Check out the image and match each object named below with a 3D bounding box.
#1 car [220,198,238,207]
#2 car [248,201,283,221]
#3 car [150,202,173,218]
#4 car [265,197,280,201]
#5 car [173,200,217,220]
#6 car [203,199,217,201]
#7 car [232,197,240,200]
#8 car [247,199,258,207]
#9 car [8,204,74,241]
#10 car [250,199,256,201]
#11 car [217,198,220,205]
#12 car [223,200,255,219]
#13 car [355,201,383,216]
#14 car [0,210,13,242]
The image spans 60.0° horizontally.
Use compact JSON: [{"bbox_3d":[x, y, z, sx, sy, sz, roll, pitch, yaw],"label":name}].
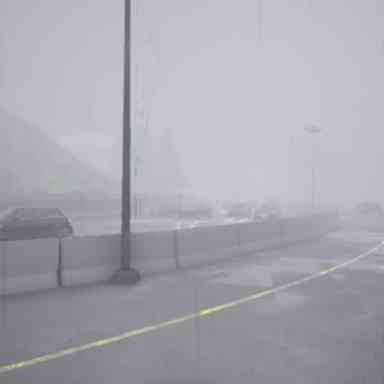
[{"bbox_3d":[6.055,2.116,53.909,1.812,1.442,4.674,0,-1,11],"label":"car"},{"bbox_3d":[6.888,1.843,29.649,2.128,1.511,4.902,0,-1,24],"label":"car"},{"bbox_3d":[-2.534,1.832,34.153,2.128,1.511,4.902,0,-1,24],"label":"car"},{"bbox_3d":[12.222,1.929,48.902,2.097,1.767,4.553,0,-1,11],"label":"car"},{"bbox_3d":[0.438,1.816,32.222,1.882,1.535,5.008,1,0,24],"label":"car"},{"bbox_3d":[2.346,1.913,53.147,2.097,1.767,4.553,0,-1,11],"label":"car"},{"bbox_3d":[9.013,1.802,69.203,2.097,1.767,4.553,0,-1,11],"label":"car"},{"bbox_3d":[12.073,2.227,66.553,2.128,1.511,4.902,0,0,11],"label":"car"},{"bbox_3d":[-8.104,1.466,15.692,4.553,1.767,2.097,1,-1,-41],"label":"car"},{"bbox_3d":[9.097,2.108,51.213,1.812,1.442,4.674,0,0,11],"label":"car"},{"bbox_3d":[5.262,2.107,68.206,1.837,1.490,4.892,0,-1,11],"label":"car"},{"bbox_3d":[4.966,1.888,33.971,1.837,1.490,4.892,1,0,20],"label":"car"},{"bbox_3d":[21.331,1.895,40.229,2.097,1.767,4.553,0,-1,12],"label":"car"},{"bbox_3d":[-8.811,1.534,10.668,5.008,1.535,1.882,1,0,-36],"label":"car"}]
